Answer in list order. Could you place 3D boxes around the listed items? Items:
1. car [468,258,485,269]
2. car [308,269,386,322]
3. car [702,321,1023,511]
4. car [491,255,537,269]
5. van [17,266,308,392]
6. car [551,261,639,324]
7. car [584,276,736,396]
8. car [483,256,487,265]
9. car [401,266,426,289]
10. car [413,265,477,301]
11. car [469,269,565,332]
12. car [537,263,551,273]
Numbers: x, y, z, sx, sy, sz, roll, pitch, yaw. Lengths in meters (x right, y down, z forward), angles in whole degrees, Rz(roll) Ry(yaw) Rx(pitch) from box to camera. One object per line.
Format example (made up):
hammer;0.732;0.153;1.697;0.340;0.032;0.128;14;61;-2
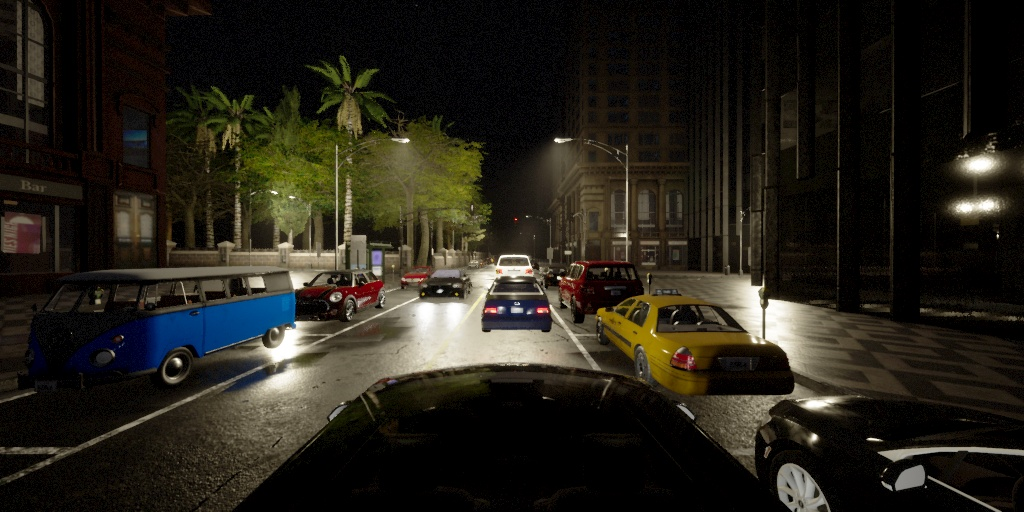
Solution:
car;-5.736;1.274;54.664;2.007;1.370;4.403;0;0;0
car;-5.758;1.188;11.952;1.967;1.591;4.097;0;0;0
car;2.762;1.300;1.082;2.007;1.370;4.403;0;0;0
car;0.110;0.968;21.324;2.150;2.045;5.566;0;0;0
van;-5.761;1.090;6.526;1.690;1.789;3.998;0;0;0
car;2.767;1.063;11.932;2.192;1.841;5.009;0;0;0
car;2.765;1.275;6.677;1.751;1.417;4.829;0;0;0
car;-5.733;1.159;60.085;1.967;1.591;4.097;0;0;0
car;-5.753;1.327;22.805;1.802;1.307;4.207;0;0;0
car;-3.052;1.311;17.229;1.994;1.385;4.181;0;0;1
car;0.107;1.296;10.753;2.033;1.411;5.357;0;0;0
car;2.773;1.310;22.783;1.948;1.339;4.313;0;0;0
